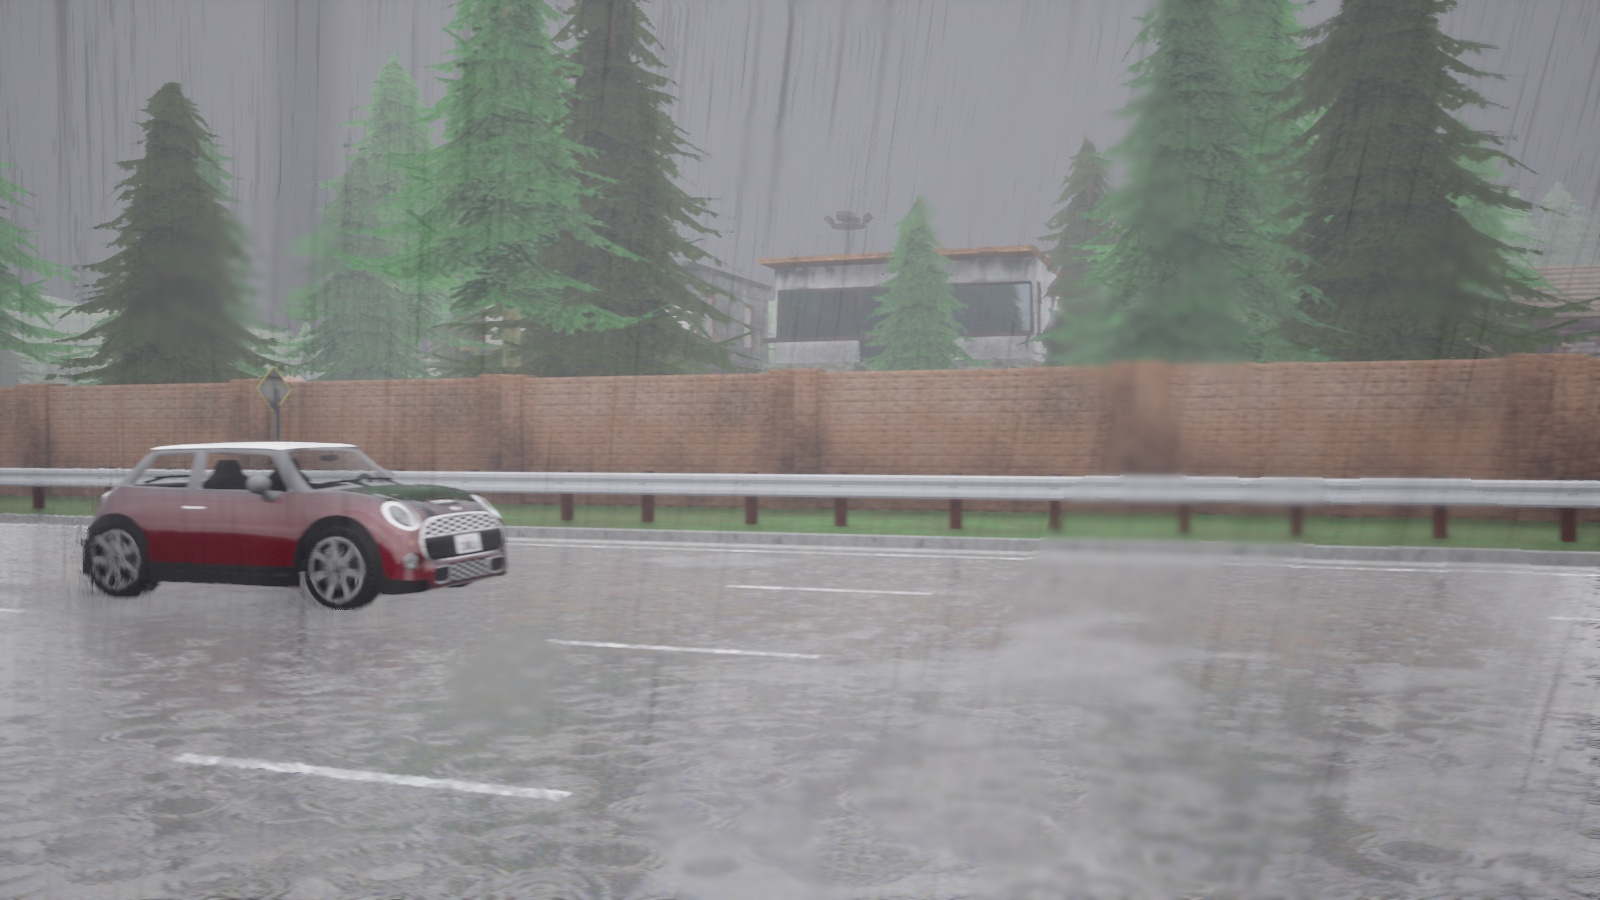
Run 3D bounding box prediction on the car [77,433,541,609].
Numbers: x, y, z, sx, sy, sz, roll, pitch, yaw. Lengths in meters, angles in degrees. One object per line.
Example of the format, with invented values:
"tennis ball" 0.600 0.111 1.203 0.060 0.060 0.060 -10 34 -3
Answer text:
"car" -4.691 0.580 12.156 3.806 1.475 1.970 1 1 19
